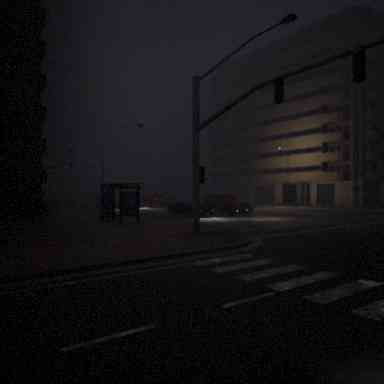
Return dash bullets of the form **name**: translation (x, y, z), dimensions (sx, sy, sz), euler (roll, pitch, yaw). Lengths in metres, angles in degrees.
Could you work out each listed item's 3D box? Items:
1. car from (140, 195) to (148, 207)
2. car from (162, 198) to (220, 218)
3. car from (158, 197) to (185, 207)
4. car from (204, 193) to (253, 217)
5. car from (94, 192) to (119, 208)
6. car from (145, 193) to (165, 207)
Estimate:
- **car**: translation (-8.473, 1.522, 47.560), dimensions (1.994, 1.385, 4.181), euler (0, 0, -36)
- **car**: translation (-0.235, 1.520, 30.300), dimensions (2.033, 1.411, 5.357), euler (0, 0, -36)
- **car**: translation (-3.271, 1.524, 52.316), dimensions (1.895, 1.301, 4.718), euler (0, 0, -36)
- **car**: translation (3.229, 1.169, 31.493), dimensions (2.150, 2.045, 5.566), euler (0, 1, -36)
- **car**: translation (-11.679, 1.218, 46.024), dimensions (2.150, 2.045, 5.566), euler (0, 0, -36)
- **car**: translation (-6.105, 1.162, 50.260), dimensions (2.150, 2.045, 5.566), euler (0, 0, -36)
